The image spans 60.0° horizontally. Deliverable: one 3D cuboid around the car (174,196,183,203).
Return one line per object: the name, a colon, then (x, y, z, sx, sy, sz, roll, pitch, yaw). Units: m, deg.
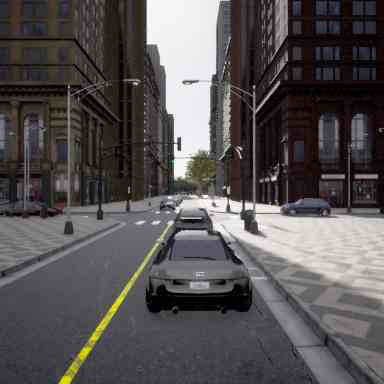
car: (-3.024, 1.551, 73.457, 1.812, 1.442, 4.674, 0, 0, 0)

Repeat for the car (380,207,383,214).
car: (20.508, 1.630, 32.048, 4.181, 1.385, 1.994, 0, 0, 0)

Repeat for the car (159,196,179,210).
car: (-3.105, 1.548, 43.049, 2.033, 1.411, 5.357, 0, 0, 0)

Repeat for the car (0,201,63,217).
car: (-14.127, 1.499, 28.835, 5.357, 1.411, 2.033, 0, 0, 0)

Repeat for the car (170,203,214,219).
car: (0.057, 1.506, 16.703, 1.837, 1.490, 4.892, 0, 0, 0)

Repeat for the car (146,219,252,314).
car: (0.106, 1.564, 7.693, 1.994, 1.385, 4.181, 0, 0, -1)

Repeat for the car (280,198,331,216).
car: (10.852, 1.389, 32.082, 4.553, 1.767, 2.097, 0, 0, 1)

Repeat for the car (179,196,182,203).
car: (-3.108, 1.495, 52.810, 2.128, 1.511, 4.902, 0, 0, 0)
